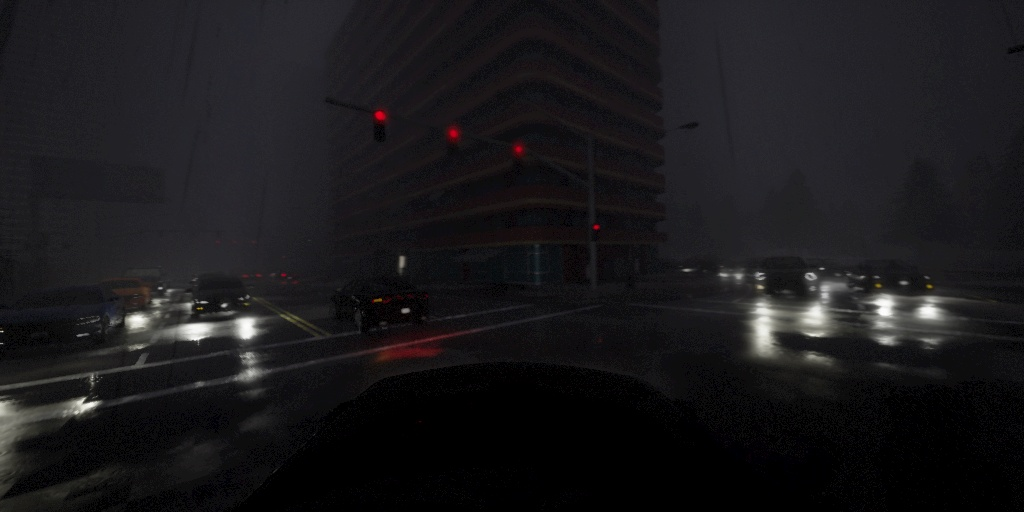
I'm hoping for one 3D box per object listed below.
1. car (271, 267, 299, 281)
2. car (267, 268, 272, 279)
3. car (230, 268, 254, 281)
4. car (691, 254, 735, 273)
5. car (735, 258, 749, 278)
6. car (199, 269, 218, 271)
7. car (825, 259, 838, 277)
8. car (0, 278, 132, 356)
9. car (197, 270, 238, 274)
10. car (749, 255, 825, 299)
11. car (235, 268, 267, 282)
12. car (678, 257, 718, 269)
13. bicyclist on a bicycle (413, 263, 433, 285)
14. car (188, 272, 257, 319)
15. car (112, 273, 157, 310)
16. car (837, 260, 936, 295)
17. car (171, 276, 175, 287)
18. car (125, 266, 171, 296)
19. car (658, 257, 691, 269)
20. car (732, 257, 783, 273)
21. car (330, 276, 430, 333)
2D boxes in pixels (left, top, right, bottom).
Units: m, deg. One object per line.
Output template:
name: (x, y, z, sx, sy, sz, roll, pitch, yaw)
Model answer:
car: (-26.618, 2.210, 42.287, 1.895, 1.301, 4.718, -1, 0, -40)
car: (-32.765, 2.303, 49.209, 1.837, 1.490, 4.892, -1, 0, -41)
car: (-35.393, 2.354, 46.899, 2.128, 1.511, 4.902, -1, 0, -41)
car: (19.143, 0.831, 33.572, 2.033, 1.411, 5.357, -2, 0, 6)
car: (16.677, 0.867, 23.723, 2.033, 1.411, 5.357, -2, 0, 22)
car: (-25.112, 1.882, 29.749, 2.097, 1.767, 4.553, -1, 0, -41)
car: (20.360, 0.821, 23.660, 1.895, 1.301, 4.718, -2, 0, 20)
car: (-12.609, 1.607, 10.198, 1.882, 1.535, 5.008, -1, 0, -41)
car: (-18.590, 1.834, 22.313, 1.837, 1.490, 4.892, -1, 0, -41)
car: (11.805, 0.779, 15.598, 2.097, 1.767, 4.553, -2, 0, 35)
car: (-28.924, 2.211, 39.606, 2.033, 1.411, 5.357, -1, 0, -41)
car: (22.468, 0.825, 43.540, 1.895, 1.301, 4.718, -2, 0, -8)
bicyclist on a bicycle: (-6.644, 1.319, 26.862, 1.656, 1.620, 0.582, -2, 0, -41)
car: (-12.330, 1.642, 15.186, 1.837, 1.490, 4.892, -1, 0, -41)
car: (-18.926, 1.801, 17.393, 1.882, 1.535, 5.008, -1, 0, -41)
car: (16.422, 0.866, 15.836, 1.994, 1.385, 4.181, -2, 0, 30)
car: (-32.345, 2.261, 32.724, 1.812, 1.442, 4.674, -1, 0, -41)
car: (-25.570, 1.749, 24.956, 2.150, 2.045, 5.566, -1, 0, -41)
car: (18.873, 0.870, 43.846, 2.033, 1.411, 5.357, -2, 0, -11)
car: (22.700, 0.787, 33.460, 1.895, 1.301, 4.718, -2, 0, 6)
car: (-4.476, 1.392, 11.753, 1.882, 1.535, 5.008, -1, 0, -39)
